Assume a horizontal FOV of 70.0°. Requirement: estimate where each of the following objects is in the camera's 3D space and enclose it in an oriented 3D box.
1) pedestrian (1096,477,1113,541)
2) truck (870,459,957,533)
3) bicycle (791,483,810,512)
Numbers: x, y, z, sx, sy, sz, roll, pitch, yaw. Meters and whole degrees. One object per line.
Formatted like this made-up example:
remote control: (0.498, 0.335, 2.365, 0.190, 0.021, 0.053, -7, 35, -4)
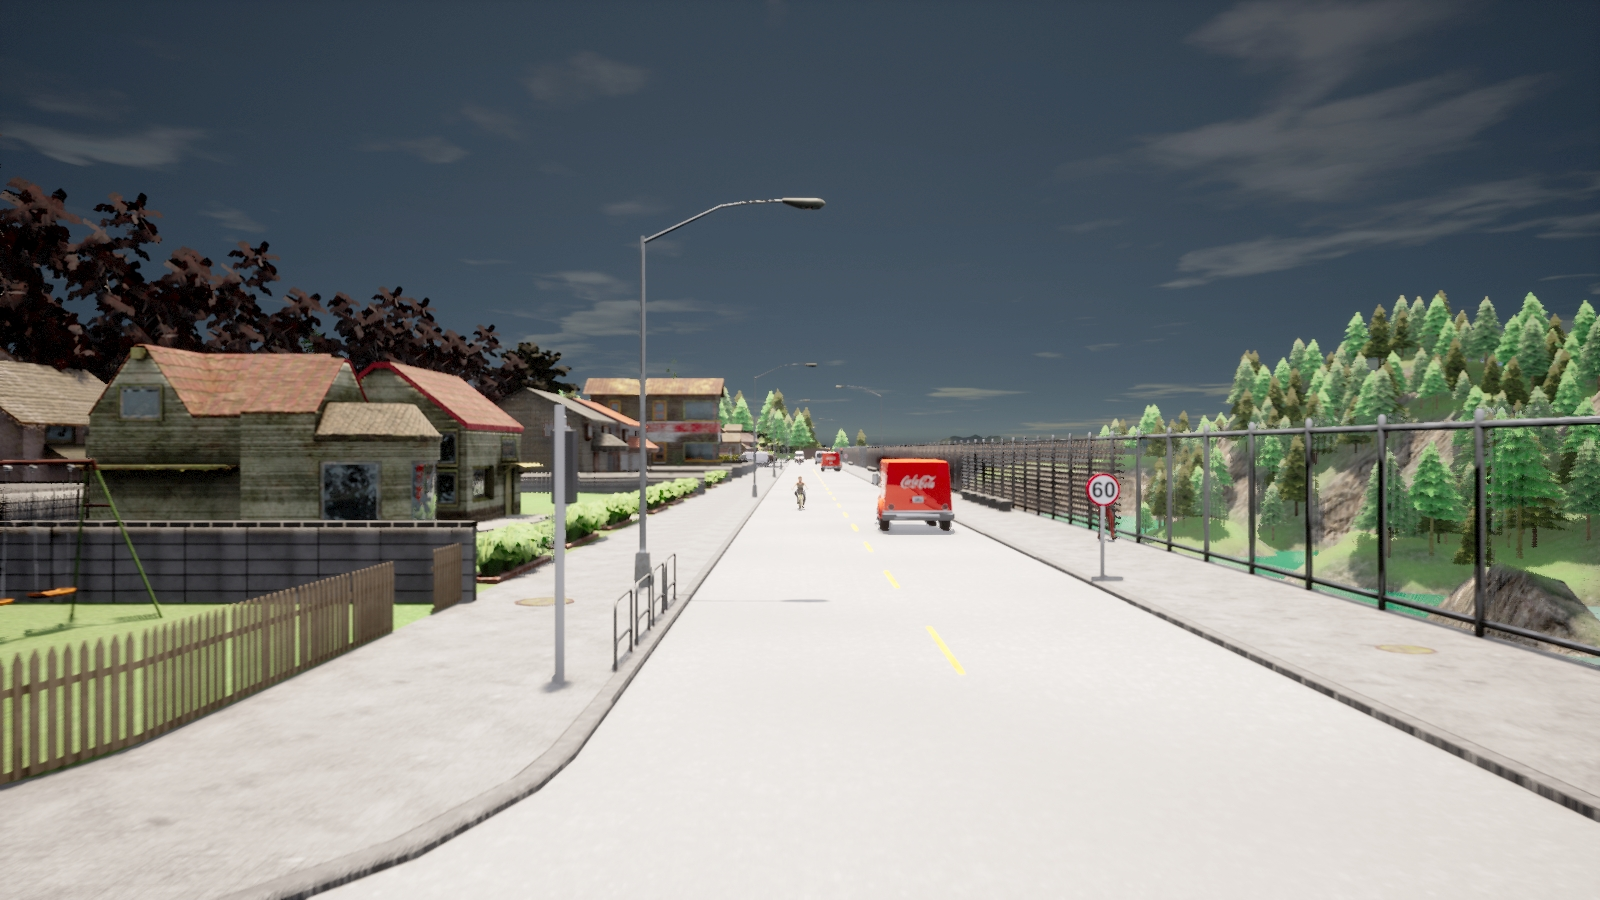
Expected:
pedestrian: (8.962, 1.742, 33.642, 0.375, 1.860, 0.375, 0, 0, -11)
truck: (4.001, 1.567, 41.194, 2.627, 2.467, 5.204, 0, 0, 0)
bicycle: (0.014, 2.156, 52.600, 0.859, 1.276, 1.487, 0, 0, 0)
